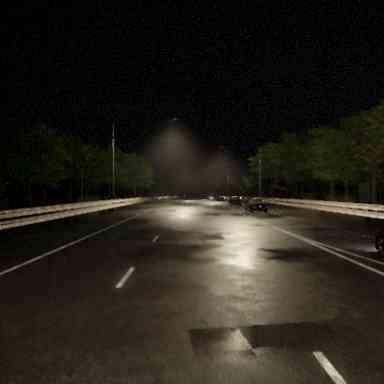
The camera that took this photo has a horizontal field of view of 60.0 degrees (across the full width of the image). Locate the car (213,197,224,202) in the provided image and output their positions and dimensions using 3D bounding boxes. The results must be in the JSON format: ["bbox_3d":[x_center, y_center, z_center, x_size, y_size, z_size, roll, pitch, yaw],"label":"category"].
[{"bbox_3d":[7.209,1.850,85.233,1.994,1.385,4.181,0,-1,0],"label":"car"}]

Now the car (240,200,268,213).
[{"bbox_3d":[7.018,1.551,36.648,2.033,1.411,5.357,0,0,0],"label":"car"}]

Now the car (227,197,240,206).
[{"bbox_3d":[7.059,1.536,55.676,2.128,1.511,4.902,0,0,0],"label":"car"}]

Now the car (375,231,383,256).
[{"bbox_3d":[7.891,1.578,10.582,1.994,1.385,4.181,0,0,-7],"label":"car"}]
